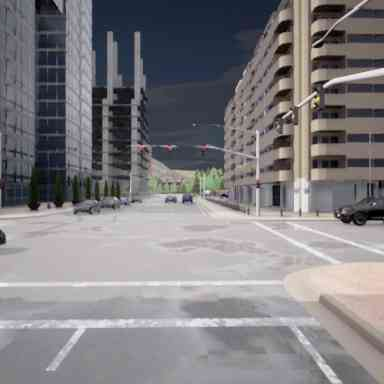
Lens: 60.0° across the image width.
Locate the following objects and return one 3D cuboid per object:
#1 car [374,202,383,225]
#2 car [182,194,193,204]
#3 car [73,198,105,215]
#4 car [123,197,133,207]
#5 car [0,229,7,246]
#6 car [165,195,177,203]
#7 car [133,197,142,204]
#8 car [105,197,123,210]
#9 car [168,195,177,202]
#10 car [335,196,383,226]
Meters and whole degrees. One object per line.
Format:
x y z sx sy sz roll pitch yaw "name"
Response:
14.293 1.578 20.288 4.902 1.511 2.128 0 0 -1 "car"
-0.920 1.329 68.515 2.150 2.045 5.566 0 0 -1 "car"
-11.077 1.561 35.363 1.837 1.490 4.892 0 0 0 "car"
-11.315 1.612 54.450 1.812 1.442 4.674 0 0 -1 "car"
-9.423 1.605 12.633 4.181 1.385 1.994 0 0 -1 "car"
-4.428 1.460 69.105 2.097 1.767 4.553 0 0 -1 "car"
-11.427 1.637 68.949 2.033 1.411 5.357 0 0 -1 "car"
-11.194 1.424 45.191 2.097 1.767 4.553 0 0 -1 "car"
-4.566 1.597 79.199 1.882 1.535 5.008 0 0 -1 "car"
13.230 1.314 23.771 5.566 2.045 2.150 0 0 -1 "car"
